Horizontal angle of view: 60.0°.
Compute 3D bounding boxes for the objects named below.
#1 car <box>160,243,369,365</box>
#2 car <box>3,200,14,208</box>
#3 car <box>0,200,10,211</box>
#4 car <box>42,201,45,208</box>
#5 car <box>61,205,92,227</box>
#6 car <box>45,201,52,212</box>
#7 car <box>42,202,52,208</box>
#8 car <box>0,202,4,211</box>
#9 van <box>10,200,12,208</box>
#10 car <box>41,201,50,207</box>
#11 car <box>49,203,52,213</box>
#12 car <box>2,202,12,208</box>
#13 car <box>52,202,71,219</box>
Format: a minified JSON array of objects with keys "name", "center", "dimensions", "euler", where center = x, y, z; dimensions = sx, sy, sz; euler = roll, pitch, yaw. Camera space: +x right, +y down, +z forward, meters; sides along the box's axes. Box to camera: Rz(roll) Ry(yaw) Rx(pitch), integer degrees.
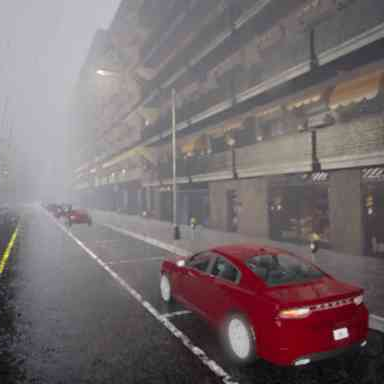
[{"name":"car","center":[0.815,1.596,5.997],"dimensions":[1.887,1.381,4.507],"euler":[0,-1,-26]},{"name":"car","center":[-45.981,2.928,83.418],"dimensions":[2.192,1.841,5.009],"euler":[-1,-1,-26]},{"name":"car","center":[-33.715,2.437,58.082],"dimensions":[2.192,1.841,5.009],"euler":[-1,-1,-26]},{"name":"car","center":[-26.171,2.498,61.733],"dimensions":[1.967,1.590,4.097],"euler":[-1,-1,-26]},{"name":"car","center":[-8.997,1.987,26.262],"dimensions":[1.802,1.307,4.206],"euler":[-1,-1,-26]},{"name":"car","center":[-21.264,2.434,51.598],"dimensions":[1.947,1.339,4.313],"euler":[-1,-1,-26]},{"name":"car","center":[-33.529,2.932,76.932],"dimensions":[1.802,1.307,4.206],"euler":[-1,-1,-26]},{"name":"car","center":[-28.806,2.499,47.945],"dimensions":[1.947,1.339,4.313],"euler":[-1,-1,-26]},{"name":"van","center":[-38.620,2.657,68.215],"dimensions":[1.690,1.788,3.998],"euler":[-1,-1,-26]},{"name":"car","center":[-38.436,3.114,87.068],"dimensions":[1.947,1.339,4.313],"euler":[-1,-1,-26]},{"name":"car","center":[-16.357,2.264,41.464],"dimensions":[1.802,1.307,4.206],"euler":[-1,-1,-26]},{"name":"car","center":[-43.524,3.058,78.347],"dimensions":[1.887,1.381,4.507],"euler":[-1,-1,-26]},{"name":"car","center":[-13.906,2.030,36.398],"dimensions":[1.967,1.590,4.097],"euler":[-1,-1,-26]}]
